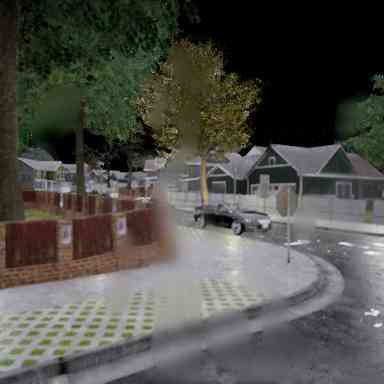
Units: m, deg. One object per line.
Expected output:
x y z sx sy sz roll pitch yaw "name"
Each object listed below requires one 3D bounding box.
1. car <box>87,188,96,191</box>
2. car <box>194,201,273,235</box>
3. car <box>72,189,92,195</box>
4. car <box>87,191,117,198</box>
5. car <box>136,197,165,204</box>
-16.741 0.373 51.844 1.837 1.490 4.892 0 2 -25 "car"
1.984 1.238 17.168 2.128 1.511 4.902 0 1 -34 "car"
-14.217 0.696 41.607 1.994 1.385 4.181 0 1 -33 "car"
-8.671 0.895 33.210 1.812 1.442 4.674 0 1 -33 "car"
-3.152 1.098 24.907 1.812 1.442 4.674 0 1 -34 "car"
